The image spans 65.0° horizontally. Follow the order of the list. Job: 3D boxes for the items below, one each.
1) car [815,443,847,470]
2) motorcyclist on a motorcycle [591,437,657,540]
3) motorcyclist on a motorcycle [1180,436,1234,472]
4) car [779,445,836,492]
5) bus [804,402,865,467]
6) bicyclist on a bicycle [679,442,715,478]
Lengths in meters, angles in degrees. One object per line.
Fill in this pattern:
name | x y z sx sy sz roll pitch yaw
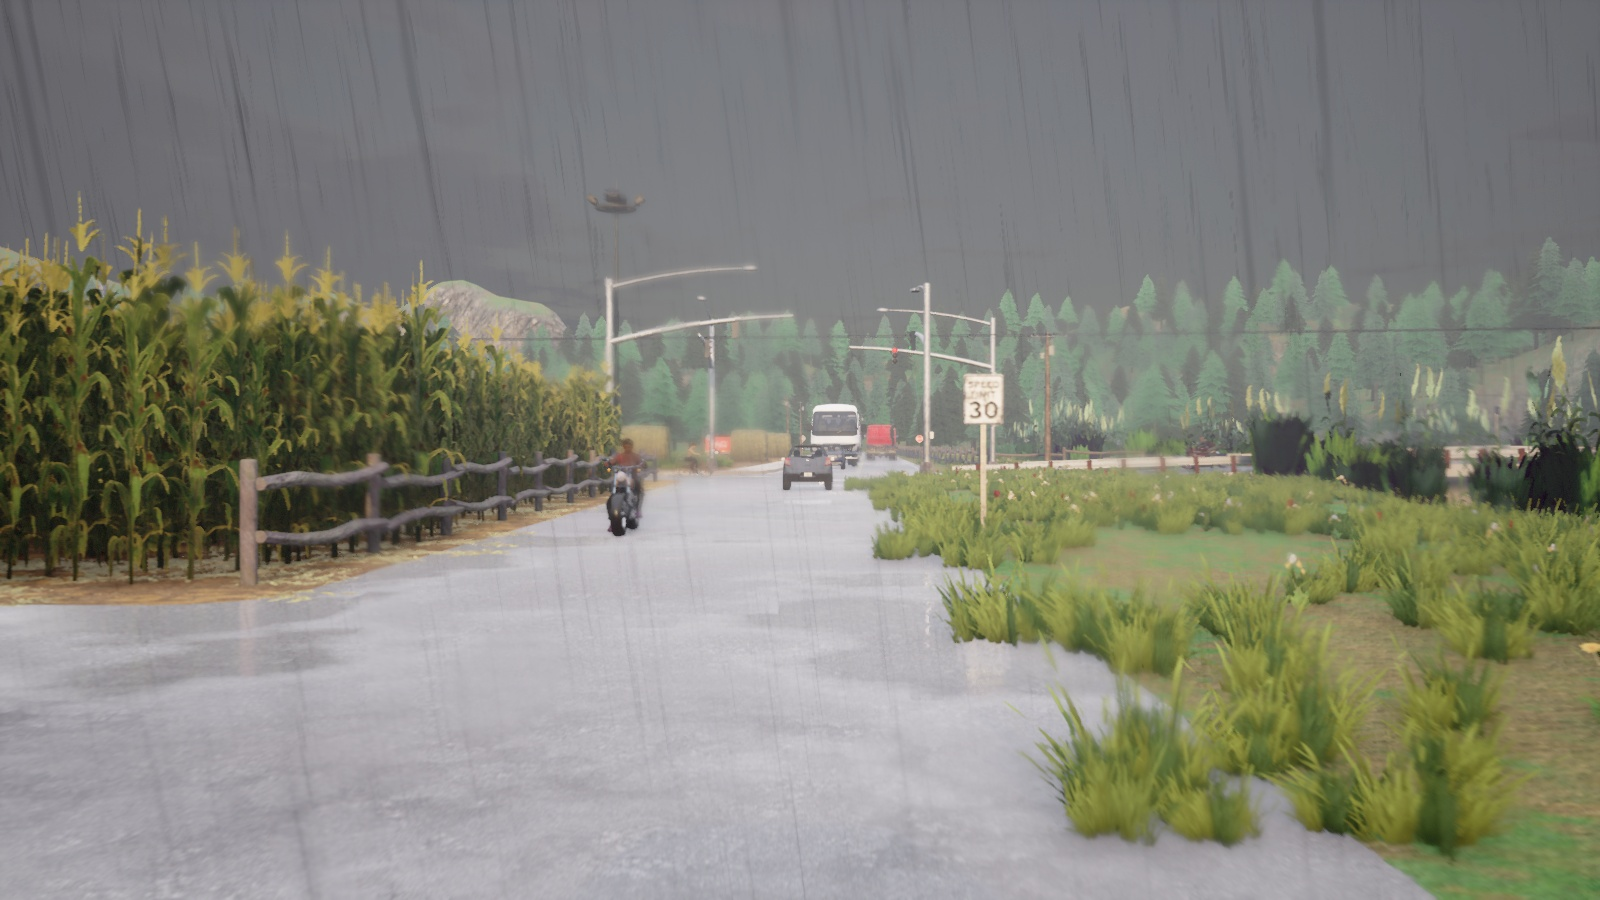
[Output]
car | 1.869 0.384 75.017 1.789 1.549 3.705 0 0 3
motorcyclist on a motorcycle | -2.962 0.607 21.336 0.766 1.649 2.350 0 0 0
motorcyclist on a motorcycle | 18.773 0.188 57.995 2.191 1.530 0.866 -3 0 6
car | 0.259 0.588 42.203 1.845 1.501 3.633 0 0 0
bus | 2.535 -1.021 87.300 3.944 4.253 10.273 0 0 3
bicyclist on a bicycle | -4.598 0.449 56.109 1.509 1.612 0.866 0 0 2
